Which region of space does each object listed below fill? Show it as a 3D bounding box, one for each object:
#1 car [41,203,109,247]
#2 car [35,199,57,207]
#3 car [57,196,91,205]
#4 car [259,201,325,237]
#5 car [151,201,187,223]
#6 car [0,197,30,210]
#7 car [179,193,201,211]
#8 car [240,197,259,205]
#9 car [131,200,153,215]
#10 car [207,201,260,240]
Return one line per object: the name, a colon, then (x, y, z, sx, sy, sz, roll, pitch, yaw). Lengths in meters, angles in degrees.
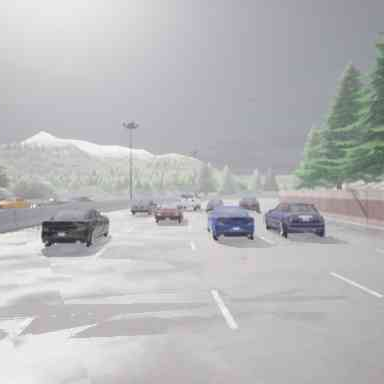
car: (-5.074, 1.462, 15.095, 1.882, 1.535, 5.008, 0, 0, -3)
car: (-17.874, 1.523, 41.902, 1.994, 1.385, 4.181, 0, 0, 8)
car: (-14.370, 1.308, 41.709, 2.097, 1.767, 4.553, 0, 0, 8)
car: (5.353, 1.329, 17.949, 2.097, 1.767, 4.553, 0, 0, -1)
car: (-1.628, 1.571, 25.289, 1.895, 1.301, 4.718, 0, 0, 1)
car: (-21.654, 1.439, 40.091, 1.882, 1.535, 5.008, 0, 0, 8)
car: (-0.235, 1.173, 40.480, 2.150, 2.045, 5.566, 0, 0, 9)
car: (6.269, 1.309, 36.371, 2.097, 1.767, 4.553, 0, 0, 8)
car: (-4.644, 1.510, 33.232, 2.033, 1.411, 5.357, 0, 0, 5)
car: (1.862, 1.457, 17.006, 1.882, 1.535, 5.008, 0, 0, -2)
